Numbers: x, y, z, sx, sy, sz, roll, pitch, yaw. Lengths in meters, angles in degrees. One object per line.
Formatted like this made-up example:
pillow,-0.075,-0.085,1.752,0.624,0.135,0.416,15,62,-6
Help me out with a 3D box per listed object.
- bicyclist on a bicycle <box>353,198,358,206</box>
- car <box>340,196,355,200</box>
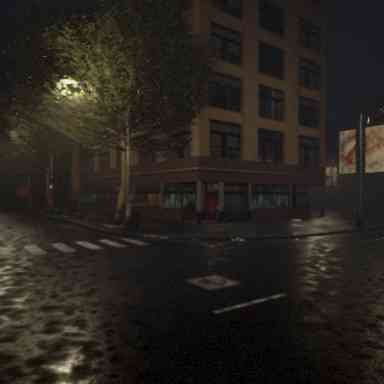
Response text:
bicyclist on a bicycle,31.570,1.996,64.149,1.656,1.620,0.582,0,0,-36
car,37.349,2.187,82.770,2.002,1.452,4.674,1,0,-36
